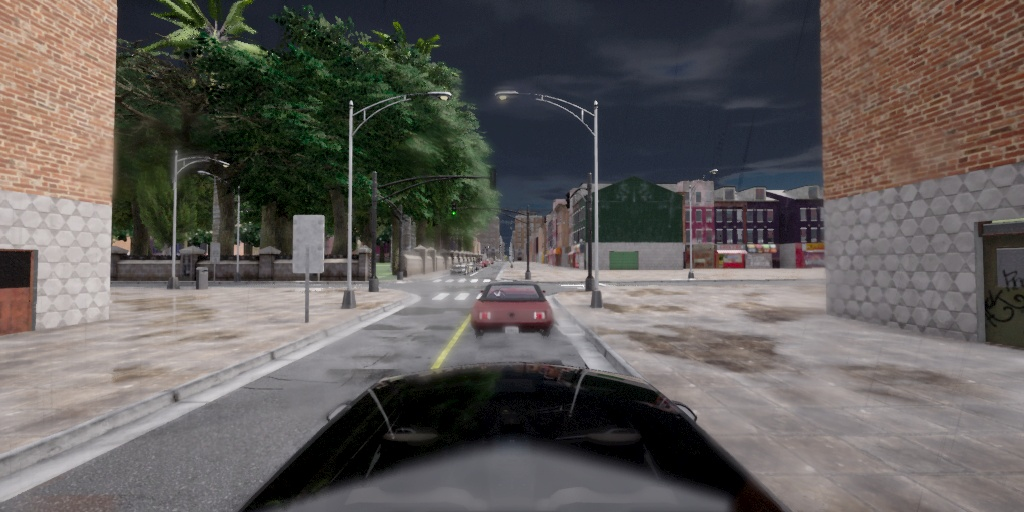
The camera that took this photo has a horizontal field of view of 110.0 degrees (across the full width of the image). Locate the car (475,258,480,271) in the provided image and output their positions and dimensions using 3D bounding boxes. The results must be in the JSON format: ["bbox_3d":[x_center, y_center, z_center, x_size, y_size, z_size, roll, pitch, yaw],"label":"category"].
[{"bbox_3d":[-5.588,1.346,45.535,2.007,1.370,4.403,0,0,0],"label":"car"}]

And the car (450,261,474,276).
[{"bbox_3d":[-5.553,1.334,38.400,2.007,1.370,4.403,0,0,0],"label":"car"}]

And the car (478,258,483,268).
[{"bbox_3d":[-5.635,1.373,50.985,1.948,1.339,4.313,0,0,0],"label":"car"}]

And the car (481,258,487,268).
[{"bbox_3d":[-5.730,1.419,61.884,1.802,1.307,4.207,0,0,0],"label":"car"}]

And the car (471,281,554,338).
[{"bbox_3d":[0.026,1.355,10.172,1.895,1.301,4.718,0,0,0],"label":"car"}]
